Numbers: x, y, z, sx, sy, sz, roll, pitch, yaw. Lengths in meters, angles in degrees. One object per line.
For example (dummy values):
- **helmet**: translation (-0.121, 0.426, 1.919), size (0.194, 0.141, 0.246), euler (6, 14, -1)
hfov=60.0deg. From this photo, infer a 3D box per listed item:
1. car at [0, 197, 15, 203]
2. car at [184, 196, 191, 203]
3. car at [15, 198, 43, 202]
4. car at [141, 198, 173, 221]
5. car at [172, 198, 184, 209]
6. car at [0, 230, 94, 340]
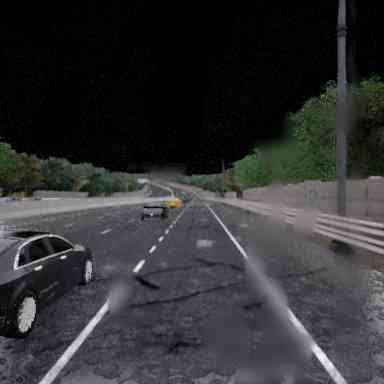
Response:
- **car**: translation (-27.127, 1.549, 49.418), size (1.882, 1.535, 5.008), euler (0, -1, 1)
- **car**: translation (-1.831, 2.343, 91.542), size (1.837, 1.490, 4.892), euler (0, -1, 1)
- **car**: translation (-23.626, 1.628, 49.402), size (1.837, 1.490, 4.892), euler (0, -1, 1)
- **car**: translation (-3.029, 1.545, 27.803), size (2.128, 1.511, 4.902), euler (0, 0, 1)
- **car**: translation (-2.628, 1.624, 49.072), size (1.882, 1.535, 5.008), euler (0, 0, 1)
- **car**: translation (-3.428, 1.510, 6.546), size (1.837, 1.490, 4.892), euler (0, 0, 1)
